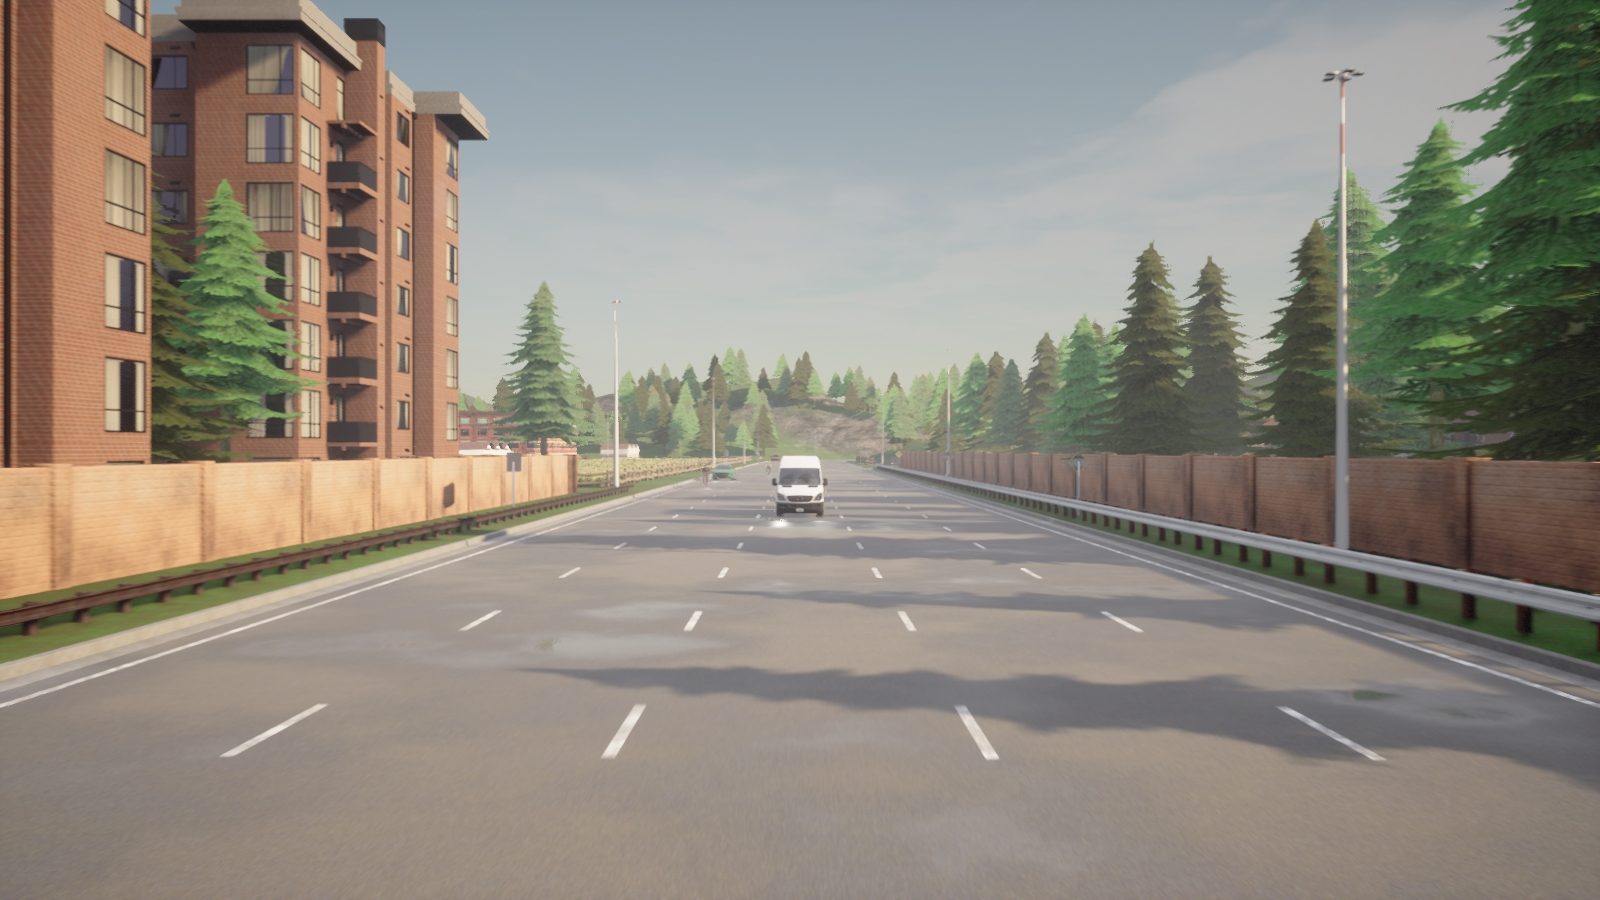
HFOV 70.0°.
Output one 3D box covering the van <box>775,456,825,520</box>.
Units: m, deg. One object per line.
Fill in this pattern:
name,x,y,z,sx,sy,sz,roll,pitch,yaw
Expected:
van,0.003,1.534,48.902,1.988,2.561,5.915,0,0,0
